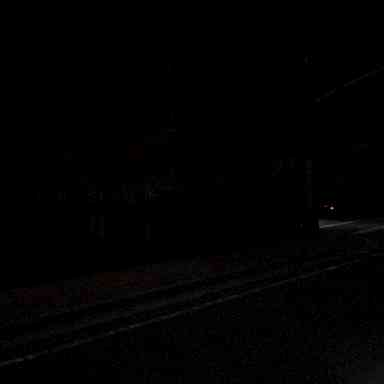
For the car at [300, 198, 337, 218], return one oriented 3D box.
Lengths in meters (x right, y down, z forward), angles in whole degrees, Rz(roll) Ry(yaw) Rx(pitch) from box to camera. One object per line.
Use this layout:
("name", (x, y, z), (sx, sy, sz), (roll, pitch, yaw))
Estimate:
("car", (8.621, 1.124, 24.929), (1.994, 1.385, 4.181), (-2, 1, -37))
